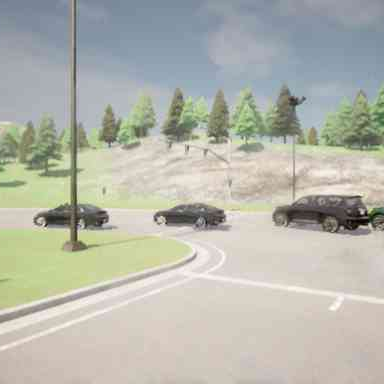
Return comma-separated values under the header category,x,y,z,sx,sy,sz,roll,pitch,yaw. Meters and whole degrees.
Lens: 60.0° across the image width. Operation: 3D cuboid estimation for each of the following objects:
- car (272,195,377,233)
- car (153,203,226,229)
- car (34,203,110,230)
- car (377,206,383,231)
category,x,y,z,sx,sy,sz,roll,pitch,yaw
car,7.321,1.178,19.506,2.150,2.045,5.566,1,0,-35
car,-0.249,1.458,21.405,4.892,1.490,1.837,0,-2,28
car,-7.480,1.459,20.606,4.892,1.490,1.837,0,0,19
car,12.344,1.182,17.798,2.150,2.045,5.566,1,0,-23
